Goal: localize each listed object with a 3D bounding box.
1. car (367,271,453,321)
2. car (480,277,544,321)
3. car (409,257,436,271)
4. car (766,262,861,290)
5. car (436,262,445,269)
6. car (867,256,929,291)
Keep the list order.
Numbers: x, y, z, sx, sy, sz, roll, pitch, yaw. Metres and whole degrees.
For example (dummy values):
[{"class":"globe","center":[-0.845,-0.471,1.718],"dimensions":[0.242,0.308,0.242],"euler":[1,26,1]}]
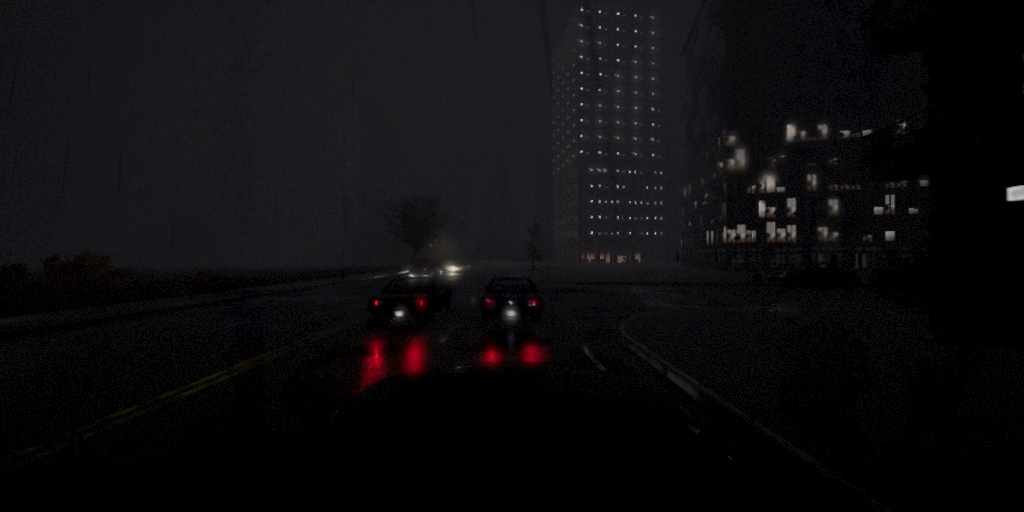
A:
[{"class":"car","center":[-3.287,1.395,12.625],"dimensions":[1.895,1.301,4.718],"euler":[0,0,-1]},{"class":"car","center":[-0.038,1.393,12.642],"dimensions":[1.895,1.301,4.718],"euler":[0,0,-1]},{"class":"car","center":[-11.290,1.143,44.765],"dimensions":[2.150,2.045,5.566],"euler":[0,0,-4]},{"class":"car","center":[17.183,1.079,20.716],"dimensions":[4.097,1.591,1.967],"euler":[0,0,14]},{"class":"car","center":[-12.468,1.581,60.558],"dimensions":[1.895,1.301,4.718],"euler":[0,0,-4]},{"class":"car","center":[22.666,0.900,19.369],"dimensions":[5.009,1.841,2.192],"euler":[0,0,14]}]
